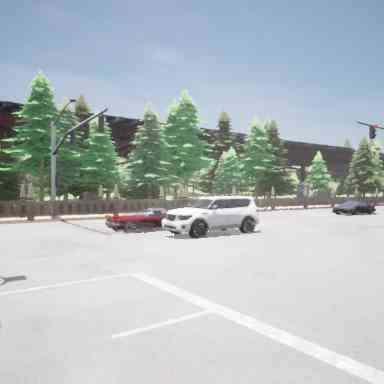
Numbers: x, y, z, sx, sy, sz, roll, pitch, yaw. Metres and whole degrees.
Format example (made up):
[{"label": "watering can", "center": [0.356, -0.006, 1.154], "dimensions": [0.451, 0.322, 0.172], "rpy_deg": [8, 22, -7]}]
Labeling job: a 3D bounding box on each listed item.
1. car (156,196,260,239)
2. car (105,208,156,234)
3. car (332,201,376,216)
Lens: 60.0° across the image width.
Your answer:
[{"label": "car", "center": [1.160, 1.225, 17.741], "dimensions": [5.566, 2.045, 2.150], "rpy_deg": [0, 0, -36]}, {"label": "car", "center": [-2.566, 1.605, 19.378], "dimensions": [4.718, 1.301, 1.895], "rpy_deg": [0, 0, -36]}, {"label": "car", "center": [15.969, 1.547, 32.646], "dimensions": [5.357, 1.411, 2.033], "rpy_deg": [0, 0, -36]}]
